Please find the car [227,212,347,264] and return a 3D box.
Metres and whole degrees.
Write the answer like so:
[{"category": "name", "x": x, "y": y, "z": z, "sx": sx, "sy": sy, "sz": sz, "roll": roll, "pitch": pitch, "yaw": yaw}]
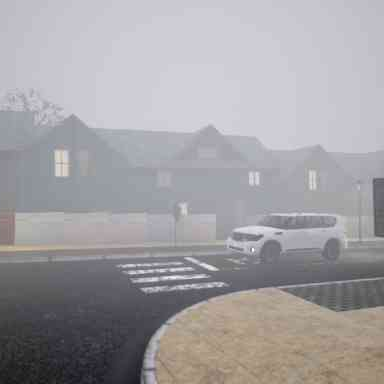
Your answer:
[{"category": "car", "x": 4.316, "y": 1.926, "z": 14.802, "sx": 5.566, "sy": 2.045, "sz": 2.150, "roll": 2, "pitch": -2, "yaw": -24}]
